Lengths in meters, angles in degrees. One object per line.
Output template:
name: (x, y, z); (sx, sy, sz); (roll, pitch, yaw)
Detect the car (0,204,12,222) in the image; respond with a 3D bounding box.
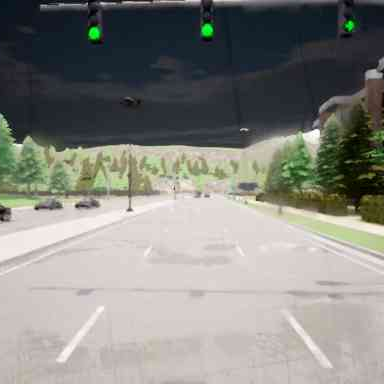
car: (-14.712, 1.482, 23.260); (1.882, 1.535, 5.008); (0, 0, 2)

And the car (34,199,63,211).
car: (-17.421, 1.562, 40.503); (1.994, 1.385, 4.181); (0, 0, 3)

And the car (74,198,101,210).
car: (-13.736, 1.538, 43.982); (2.033, 1.411, 5.357); (0, 0, 3)
